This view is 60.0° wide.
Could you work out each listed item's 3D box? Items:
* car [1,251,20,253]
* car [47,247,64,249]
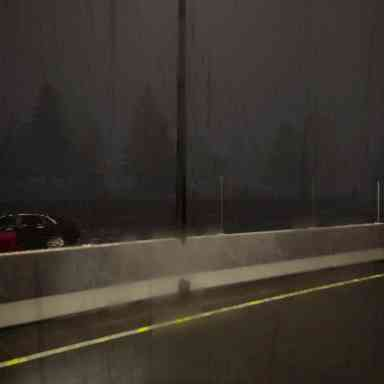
[{"bbox_3d":[-6.752,1.440,7.608,5.008,1.535,1.882,0,0,-35],"label":"car"},{"bbox_3d":[-6.590,1.465,11.980,4.892,1.490,1.837,0,0,-33],"label":"car"}]
